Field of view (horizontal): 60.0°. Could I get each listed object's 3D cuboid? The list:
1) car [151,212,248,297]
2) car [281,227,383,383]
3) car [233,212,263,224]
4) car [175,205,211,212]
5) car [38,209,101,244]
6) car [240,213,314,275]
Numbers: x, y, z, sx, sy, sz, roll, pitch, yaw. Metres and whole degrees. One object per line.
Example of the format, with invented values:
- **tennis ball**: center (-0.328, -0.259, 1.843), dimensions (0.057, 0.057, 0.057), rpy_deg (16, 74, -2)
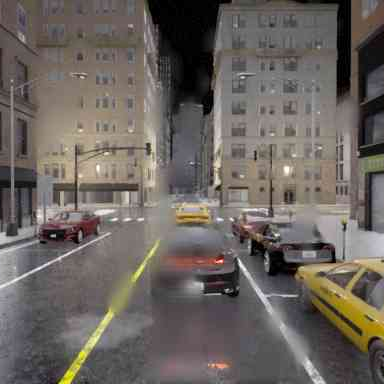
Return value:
- **car**: center (0.076, 1.503, 8.581), dimensions (1.837, 1.490, 4.892), rpy_deg (0, 0, 0)
- **car**: center (2.871, 1.524, 4.817), dimensions (1.752, 1.417, 4.829), rpy_deg (-1, 0, 0)
- **car**: center (2.885, 1.577, 15.819), dimensions (1.802, 1.307, 4.206), rpy_deg (-1, 0, 0)
- **car**: center (0.055, 1.472, 19.008), dimensions (1.882, 1.535, 5.008), rpy_deg (0, 0, 1)
- **car**: center (-5.661, 1.540, 15.826), dimensions (1.887, 1.381, 4.507), rpy_deg (-1, 0, 0)
- **car**: center (2.878, 1.563, 10.233), dimensions (1.947, 1.339, 4.313), rpy_deg (-1, 0, 0)
